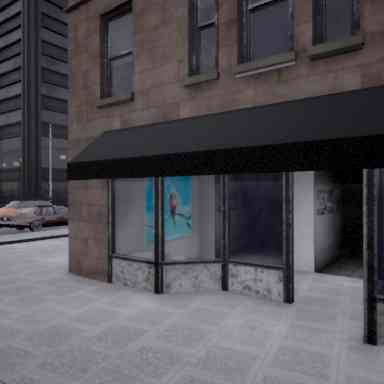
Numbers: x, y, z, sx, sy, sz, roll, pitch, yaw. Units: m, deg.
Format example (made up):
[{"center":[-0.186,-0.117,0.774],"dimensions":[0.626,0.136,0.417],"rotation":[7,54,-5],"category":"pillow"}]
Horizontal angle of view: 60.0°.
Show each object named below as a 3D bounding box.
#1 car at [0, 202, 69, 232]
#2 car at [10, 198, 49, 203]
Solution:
[{"center":[-8.451,1.491,19.765],"dimensions":[2.033,1.411,5.357],"rotation":[0,0,35],"category":"car"},{"center":[-11.056,1.310,21.451],"dimensions":[2.097,1.767,4.553],"rotation":[0,0,35],"category":"car"}]
